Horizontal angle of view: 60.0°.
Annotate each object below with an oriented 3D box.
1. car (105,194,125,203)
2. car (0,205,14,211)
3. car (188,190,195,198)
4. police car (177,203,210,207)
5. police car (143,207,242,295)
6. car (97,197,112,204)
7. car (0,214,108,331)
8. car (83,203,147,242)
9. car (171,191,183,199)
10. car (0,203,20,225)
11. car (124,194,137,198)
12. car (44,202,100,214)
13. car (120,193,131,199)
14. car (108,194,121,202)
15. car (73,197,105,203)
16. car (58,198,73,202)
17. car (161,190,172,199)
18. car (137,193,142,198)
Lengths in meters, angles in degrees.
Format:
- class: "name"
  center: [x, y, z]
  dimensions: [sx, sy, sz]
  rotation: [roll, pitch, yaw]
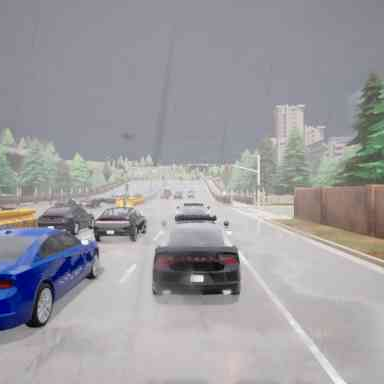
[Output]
- class: "car"
  center: [-14.116, 1.590, 60.856]
  dimensions: [1.994, 1.385, 4.181]
  rotation: [0, 0, 0]
- class: "car"
  center: [-6.908, 1.357, 9.555]
  dimensions: [2.097, 1.767, 4.553]
  rotation: [0, 0, 0]
- class: "car"
  center: [-0.199, 0.971, 91.311]
  dimensions: [1.895, 1.301, 4.718]
  rotation: [0, 4, 0]
- class: "police car"
  center: [0.083, 1.433, 18.762]
  dimensions: [1.930, 1.638, 5.238]
  rotation: [0, 0, 0]
- class: "police car"
  center: [0.092, 1.429, 8.859]
  dimensions: [1.930, 1.638, 5.238]
  rotation: [0, 0, 0]
- class: "car"
  center: [-17.560, 1.631, 66.922]
  dimensions: [1.895, 1.301, 4.718]
  rotation: [0, 0, 0]
- class: "car"
  center: [-3.407, 1.481, 7.012]
  dimensions: [1.882, 1.535, 5.008]
  rotation: [0, 0, 0]
- class: "car"
  center: [-3.423, 1.499, 16.518]
  dimensions: [2.128, 1.511, 4.902]
  rotation: [0, 0, 1]
- class: "car"
  center: [-3.679, 0.942, 88.101]
  dimensions: [2.097, 1.767, 4.553]
  rotation: [0, 3, 0]
- class: "car"
  center: [-14.120, 1.558, 22.645]
  dimensions: [2.033, 1.411, 5.357]
  rotation: [0, 0, 0]
- class: "car"
  center: [-14.083, 1.556, 72.881]
  dimensions: [2.128, 1.511, 4.902]
  rotation: [0, 0, 0]
- class: "car"
  center: [-6.916, 1.513, 18.718]
  dimensions: [1.837, 1.490, 4.892]
  rotation: [0, 0, 0]
- class: "car"
  center: [-17.680, 1.111, 88.279]
  dimensions: [1.994, 1.385, 4.181]
  rotation: [0, 3, 0]
- class: "car"
  center: [-17.601, 1.359, 75.791]
  dimensions: [2.097, 1.767, 4.553]
  rotation: [0, 0, 0]
- class: "car"
  center: [-14.137, 1.512, 45.926]
  dimensions: [2.128, 1.511, 4.902]
  rotation: [0, 0, 0]
- class: "car"
  center: [-17.637, 1.584, 46.482]
  dimensions: [1.994, 1.385, 4.181]
  rotation: [0, 0, 0]
- class: "car"
  center: [-7.182, 1.110, 88.522]
  dimensions: [1.994, 1.385, 4.181]
  rotation: [0, 4, 0]
- class: "car"
  center: [-14.170, 1.140, 86.583]
  dimensions: [1.882, 1.535, 5.008]
  rotation: [0, 2, 0]
